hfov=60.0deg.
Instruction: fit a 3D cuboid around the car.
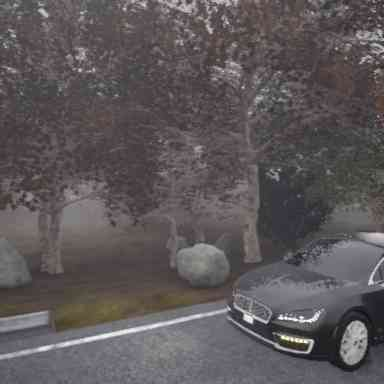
[{"bbox_3d":[2.876,1.491,5.638,4.892,1.490,1.837,1,0,-29],"label":"car"}]
